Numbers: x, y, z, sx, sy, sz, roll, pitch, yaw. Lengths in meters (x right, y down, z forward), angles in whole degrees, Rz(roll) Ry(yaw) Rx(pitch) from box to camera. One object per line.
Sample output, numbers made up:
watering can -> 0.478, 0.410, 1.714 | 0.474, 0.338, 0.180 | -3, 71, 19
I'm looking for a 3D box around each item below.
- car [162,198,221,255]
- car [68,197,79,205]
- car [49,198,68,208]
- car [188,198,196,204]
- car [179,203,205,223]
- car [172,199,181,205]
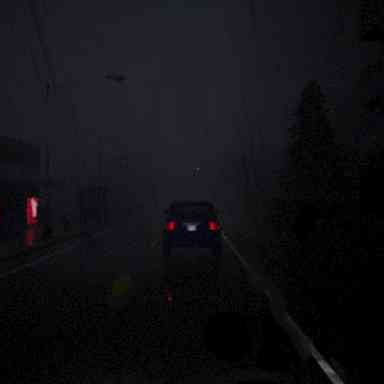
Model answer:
car -> -0.006, 1.347, 14.019 | 2.150, 2.045, 5.566 | 0, 0, 0
car -> -25.925, 1.954, 72.180 | 1.932, 1.855, 4.605 | 0, -1, 0
car -> -22.592, 1.932, 55.130 | 1.970, 1.475, 3.806 | 0, -1, 0
car -> -0.038, 2.138, 79.055 | 1.895, 1.301, 4.718 | 0, -1, 0
car -> -0.009, 1.764, 29.281 | 2.128, 1.511, 4.902 | 0, 0, 0
car -> -3.536, 2.253, 76.071 | 1.994, 1.385, 4.181 | 0, -1, 0
